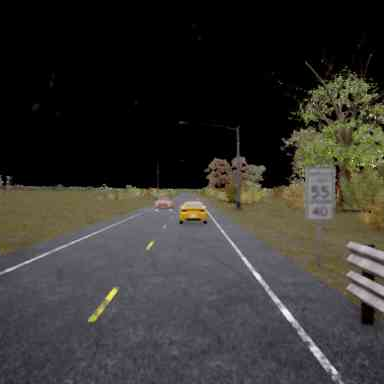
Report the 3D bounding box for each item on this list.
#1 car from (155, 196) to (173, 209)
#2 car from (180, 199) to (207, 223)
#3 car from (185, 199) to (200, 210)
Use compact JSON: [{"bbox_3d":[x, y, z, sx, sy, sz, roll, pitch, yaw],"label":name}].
[{"bbox_3d":[-3.604,1.317,43.364,2.097,1.767,4.553,0,0,0],"label":"car"},{"bbox_3d":[0.092,1.458,25.037,1.882,1.535,5.008,0,0,0],"label":"car"},{"bbox_3d":[0.083,1.567,42.848,1.895,1.301,4.718,0,0,0],"label":"car"}]
